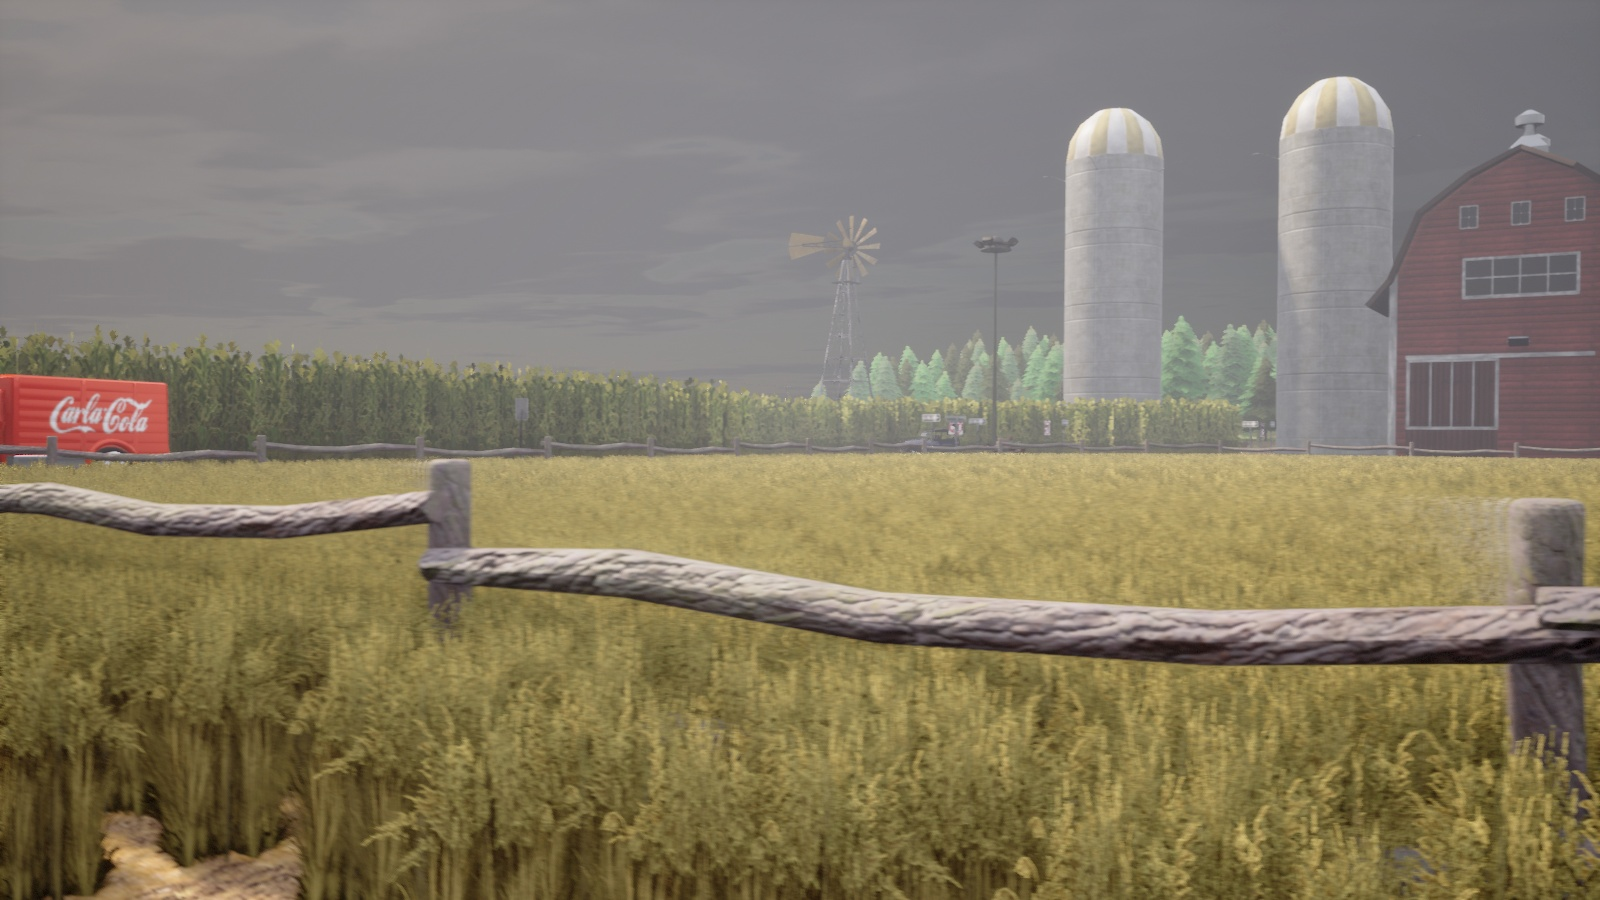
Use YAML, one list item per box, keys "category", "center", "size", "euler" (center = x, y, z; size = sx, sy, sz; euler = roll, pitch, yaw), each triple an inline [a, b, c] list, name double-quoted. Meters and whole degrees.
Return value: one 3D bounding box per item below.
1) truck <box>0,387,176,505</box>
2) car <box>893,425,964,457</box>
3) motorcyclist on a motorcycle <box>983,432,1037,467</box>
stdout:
- category: "truck"
  center: [-17.141, -0.096, 27.932]
  size: [2.627, 2.467, 5.204]
  euler: [0, 0, 34]
- category: "car"
  center: [7.739, -0.526, 75.997]
  size: [3.866, 1.878, 1.905]
  euler: [-1, 1, -10]
- category: "motorcyclist on a motorcycle"
  center: [9.362, -0.045, 55.924]
  size: [2.191, 1.530, 0.866]
  euler: [-1, 1, -14]
